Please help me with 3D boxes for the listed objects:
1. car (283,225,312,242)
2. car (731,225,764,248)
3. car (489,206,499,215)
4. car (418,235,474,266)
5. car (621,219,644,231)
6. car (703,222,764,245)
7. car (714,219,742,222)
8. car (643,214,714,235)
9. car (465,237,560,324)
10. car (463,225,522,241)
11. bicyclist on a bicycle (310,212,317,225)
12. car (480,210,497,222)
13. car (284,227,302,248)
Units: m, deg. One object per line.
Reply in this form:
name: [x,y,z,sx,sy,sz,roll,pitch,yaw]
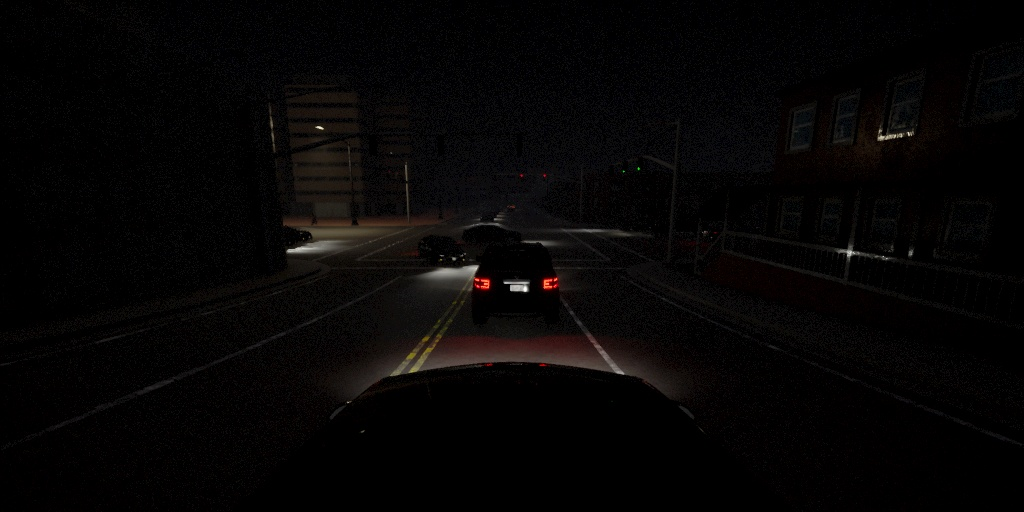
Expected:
car: [-19.166,-1.801,29.608,4.892,1.490,1.837,0,10,0]
car: [19.309,-1.205,26.120,4.902,1.511,2.128,0,10,0]
car: [-3.701,-7.435,62.836,1.812,1.442,4.674,0,10,0]
car: [-4.290,-0.441,21.684,1.837,1.490,4.892,-1,9,-29]
car: [14.768,-3.487,40.154,4.718,1.301,1.895,0,10,0]
car: [18.892,-1.780,29.573,4.892,1.490,1.837,0,10,0]
car: [23.847,-3.554,40.110,4.674,1.442,1.812,0,10,0]
car: [16.890,-3.269,36.627,5.566,2.045,2.150,0,10,0]
car: [0.066,0.604,10.709,2.150,2.045,5.566,0,4,-1]
car: [-1.626,-1.791,29.592,4.892,1.490,1.837,0,10,0]
bicyclist on a bicycle: [-25.361,-4.774,45.829,0.582,1.620,1.656,0,10,0]
car: [-3.707,-5.868,54.088,1.895,1.301,4.718,0,10,0]
car: [-18.232,-1.154,26.167,4.181,1.385,1.994,0,10,0]
